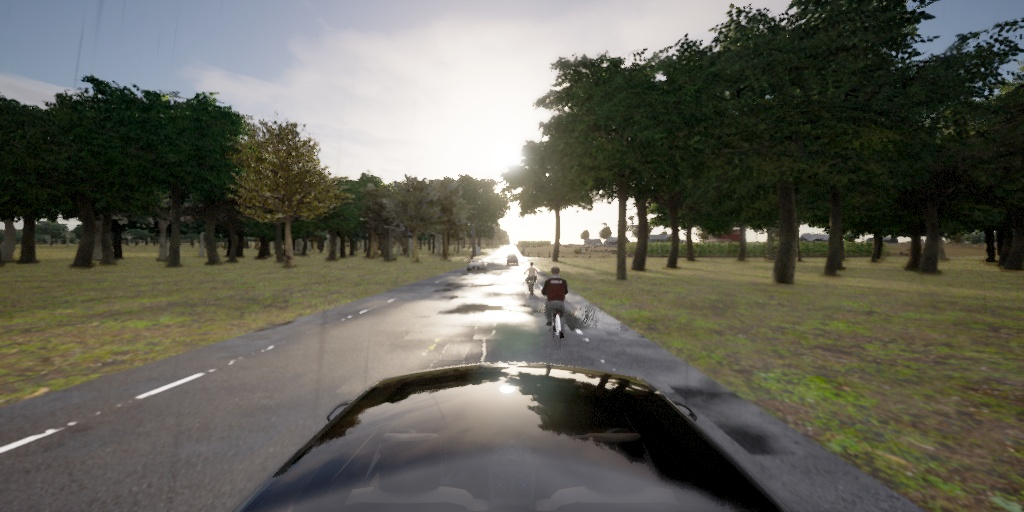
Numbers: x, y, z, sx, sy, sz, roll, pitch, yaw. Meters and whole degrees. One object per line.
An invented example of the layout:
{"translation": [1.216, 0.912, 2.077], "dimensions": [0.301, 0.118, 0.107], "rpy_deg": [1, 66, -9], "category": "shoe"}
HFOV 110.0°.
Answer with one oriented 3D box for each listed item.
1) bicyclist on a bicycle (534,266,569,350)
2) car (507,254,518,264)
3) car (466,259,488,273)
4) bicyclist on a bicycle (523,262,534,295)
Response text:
{"translation": [0.963, 1.110, 8.150], "dimensions": [0.659, 1.776, 1.843], "rpy_deg": [0, 0, 0], "category": "bicyclist on a bicycle"}
{"translation": [0.086, 0.619, 60.486], "dimensions": [2.128, 1.511, 4.902], "rpy_deg": [0, 1, 0], "category": "car"}
{"translation": [-3.607, 1.008, 37.772], "dimensions": [1.994, 1.385, 4.181], "rpy_deg": [0, 1, 0], "category": "car"}
{"translation": [0.979, 1.105, 17.973], "dimensions": [0.866, 1.612, 1.509], "rpy_deg": [0, 1, 0], "category": "bicyclist on a bicycle"}
